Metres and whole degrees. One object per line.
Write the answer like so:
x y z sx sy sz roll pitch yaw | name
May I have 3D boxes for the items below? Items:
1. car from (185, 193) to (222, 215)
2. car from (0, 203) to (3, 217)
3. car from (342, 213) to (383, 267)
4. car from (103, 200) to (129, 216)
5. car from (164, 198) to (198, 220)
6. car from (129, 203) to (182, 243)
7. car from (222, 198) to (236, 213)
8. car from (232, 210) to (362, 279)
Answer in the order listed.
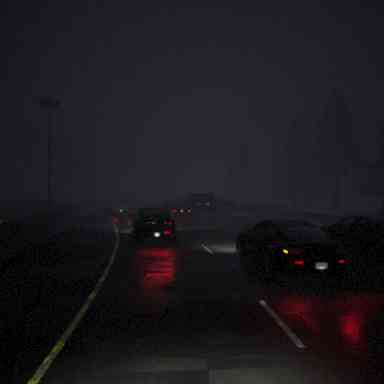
0.395 1.151 32.008 2.150 2.045 5.566 0 0 -22 | car
-17.471 1.464 28.699 2.128 1.511 4.902 0 0 -26 | car
6.048 1.510 11.305 2.033 1.411 5.357 0 0 -7 | car
-7.418 1.470 32.341 1.812 1.442 4.674 0 0 -25 | car
-1.597 1.490 27.518 2.033 1.411 5.357 0 0 -19 | car
-1.911 1.474 15.965 1.837 1.490 4.892 0 0 -11 | car
2.812 1.394 35.135 1.882 1.535 5.008 0 0 -23 | car
2.687 1.498 9.863 1.812 1.442 4.674 0 0 -7 | car
